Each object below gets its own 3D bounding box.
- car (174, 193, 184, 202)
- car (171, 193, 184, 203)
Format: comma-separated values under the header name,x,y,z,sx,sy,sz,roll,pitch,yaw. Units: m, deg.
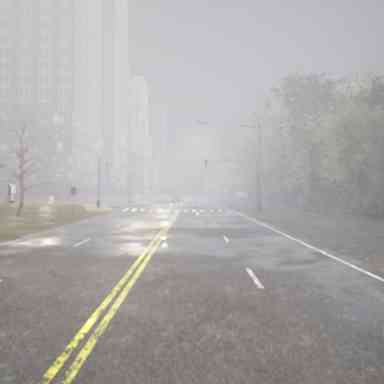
name,x,y,z,sx,sy,sz,roll,pitch,yaw
car,-3.199,1.233,81.620,2.150,2.045,5.566,0,0,0
car,-3.208,1.505,68.331,1.837,1.490,4.892,0,0,0
